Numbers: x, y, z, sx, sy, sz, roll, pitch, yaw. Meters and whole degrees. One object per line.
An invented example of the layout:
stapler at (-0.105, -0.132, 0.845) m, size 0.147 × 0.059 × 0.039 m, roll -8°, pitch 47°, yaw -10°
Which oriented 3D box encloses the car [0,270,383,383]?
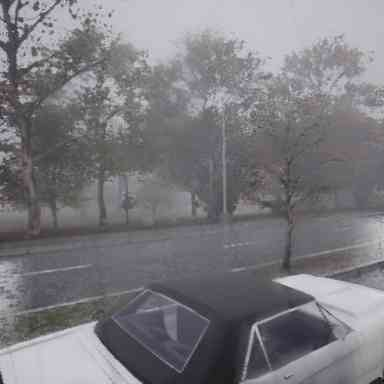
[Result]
car at (0.648, 1.581, 3.593) m, size 4.718 × 1.301 × 1.895 m, roll -1°, pitch 0°, yaw -35°
